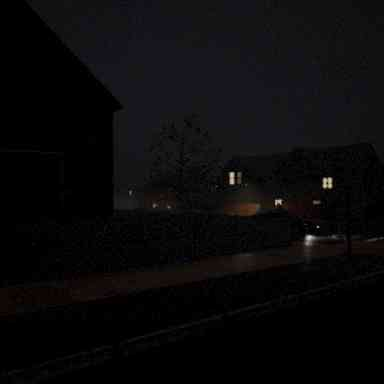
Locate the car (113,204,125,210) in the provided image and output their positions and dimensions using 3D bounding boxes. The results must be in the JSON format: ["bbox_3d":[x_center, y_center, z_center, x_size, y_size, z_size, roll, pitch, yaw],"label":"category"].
[{"bbox_3d":[-12.398,2.650,53.487,2.097,1.767,4.553,-1,-1,-36],"label":"car"}]

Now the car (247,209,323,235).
[{"bbox_3d":[6.298,1.966,22.304,1.837,1.490,4.892,-1,-1,-36],"label":"car"}]

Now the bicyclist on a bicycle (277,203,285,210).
[{"bbox_3d":[7.962,1.845,30.027,1.656,1.620,0.582,-1,-1,-36],"label":"bicyclist on a bicycle"}]

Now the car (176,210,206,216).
[{"bbox_3d":[0.412,2.302,30.527,1.895,1.301,4.718,-1,-1,-36],"label":"car"}]

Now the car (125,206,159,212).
[{"bbox_3d":[-5.589,2.423,38.918,1.882,1.535,5.008,-1,-1,-36],"label":"car"}]
